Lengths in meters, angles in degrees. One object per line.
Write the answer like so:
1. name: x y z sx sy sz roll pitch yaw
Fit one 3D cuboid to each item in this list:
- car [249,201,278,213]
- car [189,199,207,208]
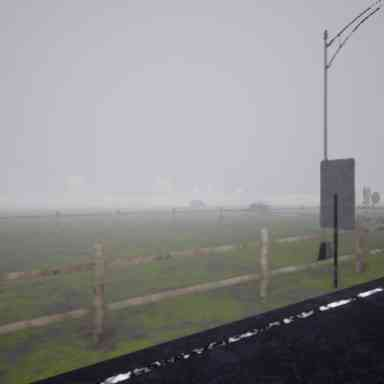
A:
1. car: 9.304 1.962 43.503 2.128 1.511 4.902 1 -1 -22
2. car: 1.138 2.216 63.762 2.097 1.767 4.553 1 -1 -22
